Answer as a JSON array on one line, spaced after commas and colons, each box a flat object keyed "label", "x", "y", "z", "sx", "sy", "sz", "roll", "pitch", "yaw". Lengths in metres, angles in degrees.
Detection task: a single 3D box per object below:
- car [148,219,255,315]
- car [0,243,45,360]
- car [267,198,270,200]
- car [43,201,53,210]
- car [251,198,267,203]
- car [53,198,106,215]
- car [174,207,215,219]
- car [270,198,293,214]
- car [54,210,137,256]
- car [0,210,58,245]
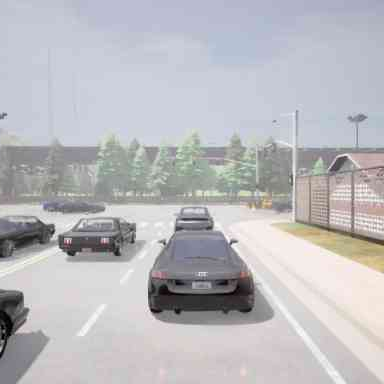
[{"label": "car", "x": 0.147, "y": 1.564, "z": 7.677, "sx": 1.994, "sy": 1.385, "sz": 4.181, "roll": 0, "pitch": 0, "yaw": -1}, {"label": "car", "x": -3.399, "y": 1.547, "z": 2.602, "sx": 2.033, "sy": 1.411, "sz": 5.357, "roll": 0, "pitch": 0, "yaw": 0}, {"label": "car", "x": 11.561, "y": 1.492, "z": 38.176, "sx": 4.902, "sy": 1.511, "sz": 2.128, "roll": 0, "pitch": 0, "yaw": -2}, {"label": "car", "x": -14.048, "y": 1.477, "z": 37.383, "sx": 5.008, "sy": 1.535, "sz": 1.882, "roll": 0, "pitch": 0, "yaw": -2}, {"label": "car", "x": 11.749, "y": 1.601, "z": 52.386, "sx": 4.718, "sy": 1.301, "sz": 1.895, "roll": 0, "pitch": 0, "yaw": -2}, {"label": "car", "x": -11.233, "y": 1.526, "z": 33.968, "sx": 4.674, "sy": 1.442, "sz": 1.812, "roll": 0, "pitch": 0, "yaw": -2}, {"label": "car", "x": 0.118, "y": 1.492, "z": 16.580, "sx": 2.128, "sy": 1.511, "sz": 4.902, "roll": 0, "pitch": 0, "yaw": 1}, {"label": "car", "x": 11.040, "y": 1.506, "z": 34.658, "sx": 4.892, "sy": 1.490, "sz": 1.837, "roll": 0, "pitch": 0, "yaw": -2}, {"label": "car", "x": -3.399, "y": 1.601, "z": 12.997, "sx": 1.895, "sy": 1.301, "sz": 4.718, "roll": 0, "pitch": 0, "yaw": 0}, {"label": "car", "x": -7.062, "y": 1.601, "z": 12.715, "sx": 1.895, "sy": 1.301, "sz": 4.718, "roll": 0, "pitch": 0, "yaw": 0}]
